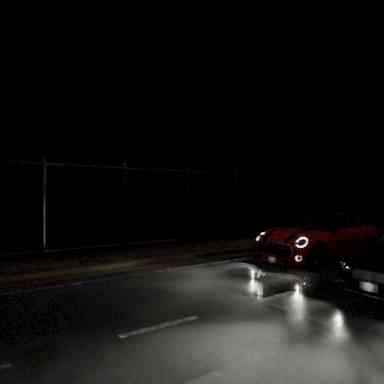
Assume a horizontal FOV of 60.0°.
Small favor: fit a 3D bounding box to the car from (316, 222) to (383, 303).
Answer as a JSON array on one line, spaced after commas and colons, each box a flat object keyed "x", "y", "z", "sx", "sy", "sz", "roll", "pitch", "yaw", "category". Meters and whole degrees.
[{"x": 5.390, "y": 1.583, "z": 7.791, "sx": 4.902, "sy": 1.511, "sz": 2.128, "roll": 1, "pitch": 0, "yaw": -35, "category": "car"}]

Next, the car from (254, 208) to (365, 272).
[{"x": 4.229, "y": 1.453, "z": 11.256, "sx": 4.553, "sy": 1.767, "sz": 2.097, "roll": 1, "pitch": 0, "yaw": -35, "category": "car"}]
